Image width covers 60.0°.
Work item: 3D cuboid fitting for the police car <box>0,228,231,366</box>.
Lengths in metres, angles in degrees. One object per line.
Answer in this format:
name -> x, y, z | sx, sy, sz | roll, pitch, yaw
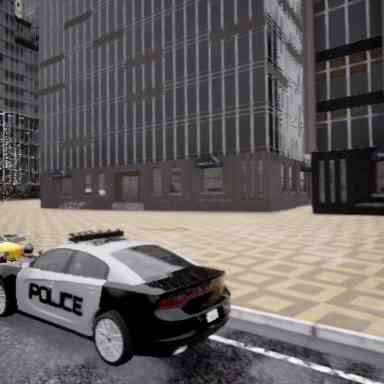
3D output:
police car -> -1.831, 1.515, 6.077 | 5.238, 1.638, 1.930 | -1, -1, 35
